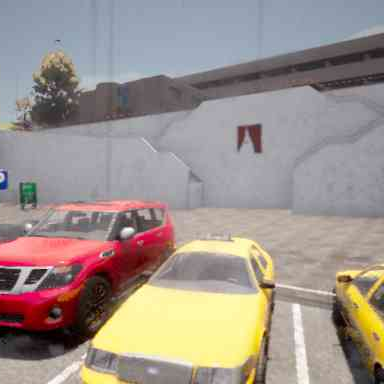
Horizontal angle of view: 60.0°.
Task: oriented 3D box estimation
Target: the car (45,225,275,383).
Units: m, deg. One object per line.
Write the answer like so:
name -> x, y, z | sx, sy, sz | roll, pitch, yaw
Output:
car -> 0.346, 1.481, 5.338 | 1.946, 1.575, 5.366 | 0, -1, 16

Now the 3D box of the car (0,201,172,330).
car -> -2.049, 1.238, 7.236 | 2.435, 2.045, 5.566 | 1, -1, 15

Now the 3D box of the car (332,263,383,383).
car -> 2.881, 1.487, 3.956 | 1.946, 1.575, 5.366 | 0, -1, 16
